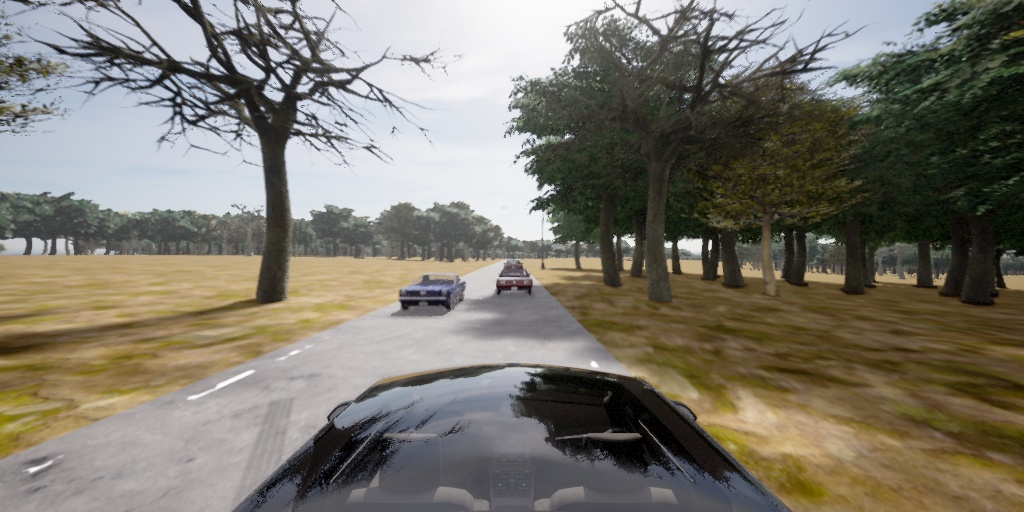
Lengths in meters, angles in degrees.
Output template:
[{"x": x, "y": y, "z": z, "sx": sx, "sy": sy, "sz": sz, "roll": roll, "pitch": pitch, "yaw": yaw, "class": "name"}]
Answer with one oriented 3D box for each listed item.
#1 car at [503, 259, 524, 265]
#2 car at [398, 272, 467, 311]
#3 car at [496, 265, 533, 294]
[{"x": 0.149, "y": 1.122, "z": 37.983, "sx": 2.097, "sy": 1.767, "sz": 4.553, "roll": 0, "pitch": 0, "yaw": 0, "class": "car"}, {"x": -3.043, "y": 1.353, "z": 14.548, "sx": 1.895, "sy": 1.301, "sz": 4.718, "roll": 0, "pitch": 0, "yaw": 1, "class": "car"}, {"x": 0.124, "y": 1.355, "z": 20.182, "sx": 1.895, "sy": 1.301, "sz": 4.718, "roll": 0, "pitch": 0, "yaw": 0, "class": "car"}]
